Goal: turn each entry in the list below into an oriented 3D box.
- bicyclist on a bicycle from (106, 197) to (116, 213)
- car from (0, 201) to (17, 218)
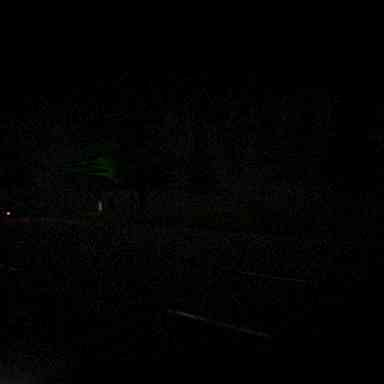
[{"bbox_3d":[-8.308,1.301,34.154,0.582,1.620,1.656,0,2,22],"label":"bicyclist on a bicycle"},{"bbox_3d":[-17.196,1.499,28.995,4.892,1.490,1.837,1,0,35],"label":"car"}]
